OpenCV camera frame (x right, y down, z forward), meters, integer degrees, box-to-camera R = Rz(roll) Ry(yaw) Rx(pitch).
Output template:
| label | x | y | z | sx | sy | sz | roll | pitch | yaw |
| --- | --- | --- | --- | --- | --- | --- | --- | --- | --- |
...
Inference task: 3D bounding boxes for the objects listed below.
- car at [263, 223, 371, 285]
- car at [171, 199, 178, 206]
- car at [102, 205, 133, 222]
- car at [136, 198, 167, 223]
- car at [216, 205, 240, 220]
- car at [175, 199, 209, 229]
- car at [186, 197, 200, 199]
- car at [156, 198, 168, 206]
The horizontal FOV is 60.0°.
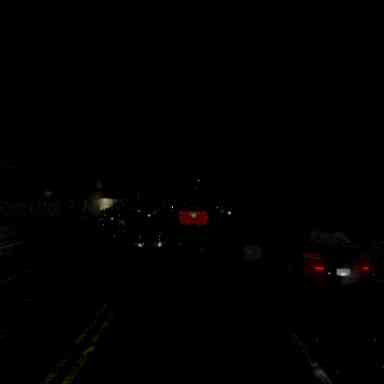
| label | x | y | z | sx | sy | sz | roll | pitch | yaw |
| --- | --- | --- | --- | --- | --- | --- | --- | --- | --- |
| car | 3.350 | 1.624 | 9.659 | 1.812 | 1.442 | 4.674 | 0 | -1 | 0 |
| car | -3.266 | 2.193 | 69.499 | 1.812 | 1.442 | 4.674 | 0 | -1 | 0 |
| car | -6.608 | 1.851 | 30.176 | 2.033 | 1.411 | 5.357 | 0 | -1 | 0 |
| car | -3.356 | 1.513 | 28.773 | 2.150 | 2.045 | 5.566 | 0 | -1 | 0 |
| car | 3.345 | 1.882 | 31.763 | 1.994 | 1.385 | 4.181 | 0 | -1 | 0 |
| car | 0.096 | 1.597 | 24.050 | 2.097 | 1.767 | 4.553 | 0 | 0 | 0 |
| car | 0.087 | 1.623 | 40.673 | 2.150 | 2.045 | 5.566 | 0 | -1 | 0 |
| car | -6.517 | 2.125 | 71.581 | 2.128 | 1.511 | 4.902 | 0 | -1 | 0 |
